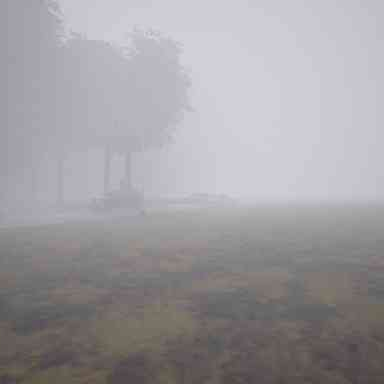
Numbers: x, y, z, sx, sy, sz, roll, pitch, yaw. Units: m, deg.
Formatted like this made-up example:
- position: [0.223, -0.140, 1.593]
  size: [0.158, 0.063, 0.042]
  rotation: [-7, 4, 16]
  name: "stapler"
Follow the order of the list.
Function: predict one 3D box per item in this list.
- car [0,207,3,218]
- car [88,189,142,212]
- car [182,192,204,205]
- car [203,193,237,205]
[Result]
- position: [-14.769, 1.130, 21.199]
  size: [2.097, 1.767, 4.553]
  rotation: [1, 2, 36]
  name: "car"
- position: [-7.188, 0.764, 31.730]
  size: [2.150, 2.045, 5.566]
  rotation: [1, 2, 36]
  name: "car"
- position: [0.730, 0.829, 42.716]
  size: [1.837, 1.490, 4.892]
  rotation: [1, 2, 36]
  name: "car"
- position: [3.854, 0.946, 42.047]
  size: [1.895, 1.301, 4.718]
  rotation: [1, 1, 36]
  name: "car"
